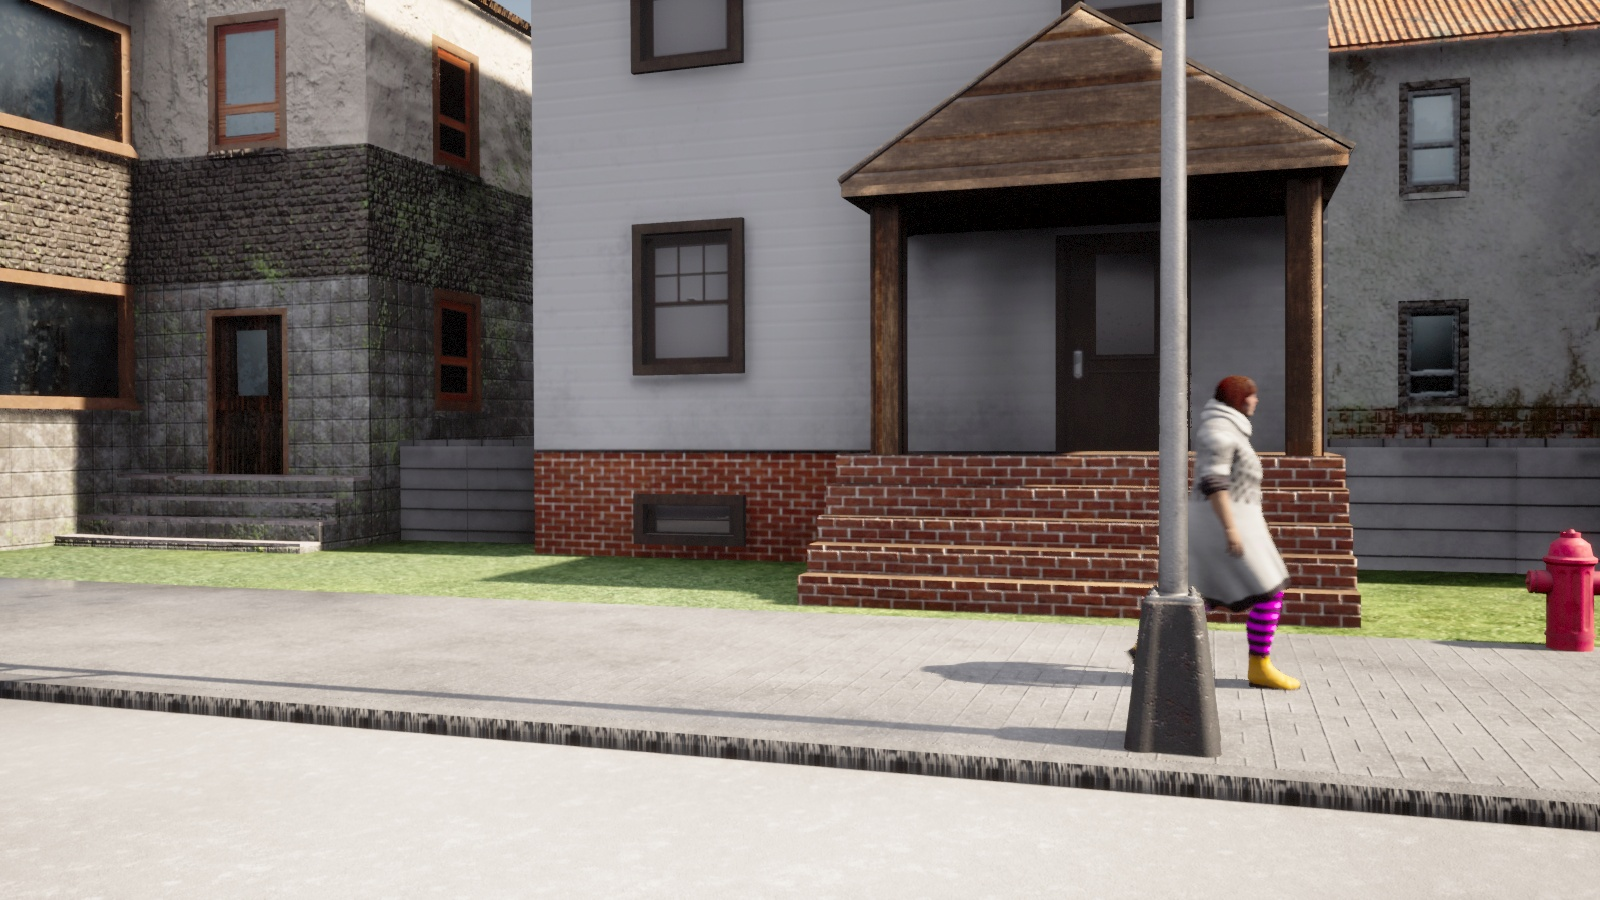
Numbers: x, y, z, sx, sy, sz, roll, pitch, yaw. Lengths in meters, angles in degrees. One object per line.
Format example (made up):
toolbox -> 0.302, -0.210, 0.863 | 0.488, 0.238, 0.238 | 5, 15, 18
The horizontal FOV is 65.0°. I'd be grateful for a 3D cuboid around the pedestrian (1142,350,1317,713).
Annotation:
pedestrian -> 2.421, 0.430, 7.169 | 0.873, 1.952, 0.659 | 0, 1, 14
